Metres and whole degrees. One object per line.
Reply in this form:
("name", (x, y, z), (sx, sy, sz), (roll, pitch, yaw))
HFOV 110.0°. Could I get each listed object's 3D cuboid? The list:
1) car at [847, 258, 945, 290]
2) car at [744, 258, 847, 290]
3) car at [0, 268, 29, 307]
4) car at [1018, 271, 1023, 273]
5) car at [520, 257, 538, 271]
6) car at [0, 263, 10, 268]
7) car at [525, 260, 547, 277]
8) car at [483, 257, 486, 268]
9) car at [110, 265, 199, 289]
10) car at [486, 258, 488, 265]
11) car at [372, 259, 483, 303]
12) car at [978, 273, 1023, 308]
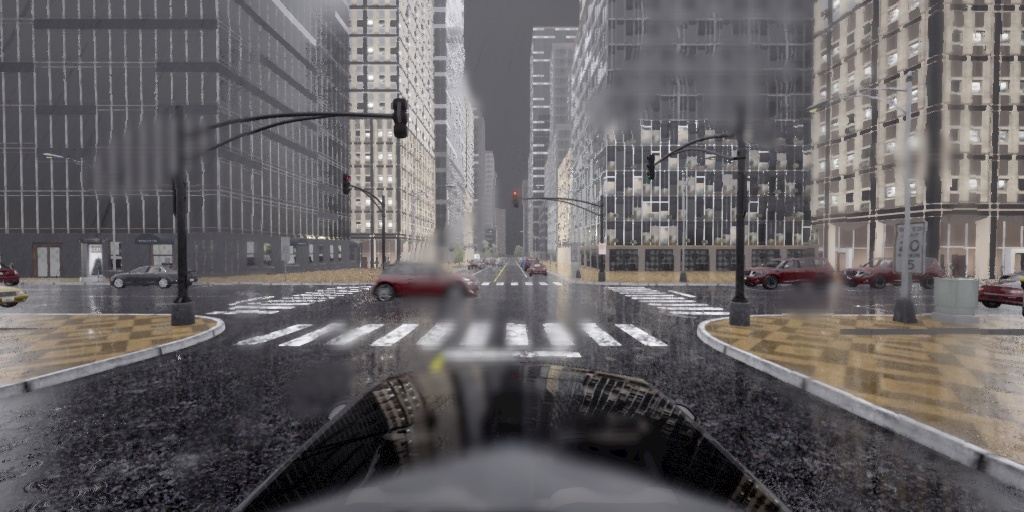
("car", (22.900, 1.032, 21.649), (5.009, 1.841, 2.192), (0, 0, 0))
("car", (16.568, 1.024, 21.637), (5.009, 1.841, 2.192), (0, 0, 0))
("car", (-21.257, 1.301, 13.426), (4.829, 1.417, 1.751), (0, 0, 0))
("car", (25.229, 1.294, 16.198), (4.902, 1.511, 2.128), (0, 1, 0))
("car", (2.570, 1.046, 46.826), (2.192, 1.841, 5.009), (0, 0, 0))
("car", (-32.558, 1.078, 21.472), (4.097, 1.591, 1.967), (0, 0, 0))
("car", (2.544, 1.319, 35.776), (1.802, 1.307, 4.207), (0, 0, 0))
("car", (-5.297, 1.168, 52.328), (1.967, 1.591, 4.097), (0, 0, 0))
("car", (-21.442, 1.205, 21.564), (4.403, 1.370, 2.007), (0, 0, 0))
("car", (-5.295, 1.307, 57.853), (1.802, 1.307, 4.207), (0, 0, 0))
("car", (-3.775, 1.094, 16.154), (4.553, 1.767, 2.097), (0, 0, 0))
("car", (20.184, 1.417, 13.505), (4.207, 1.307, 1.802), (0, 0, 0))
